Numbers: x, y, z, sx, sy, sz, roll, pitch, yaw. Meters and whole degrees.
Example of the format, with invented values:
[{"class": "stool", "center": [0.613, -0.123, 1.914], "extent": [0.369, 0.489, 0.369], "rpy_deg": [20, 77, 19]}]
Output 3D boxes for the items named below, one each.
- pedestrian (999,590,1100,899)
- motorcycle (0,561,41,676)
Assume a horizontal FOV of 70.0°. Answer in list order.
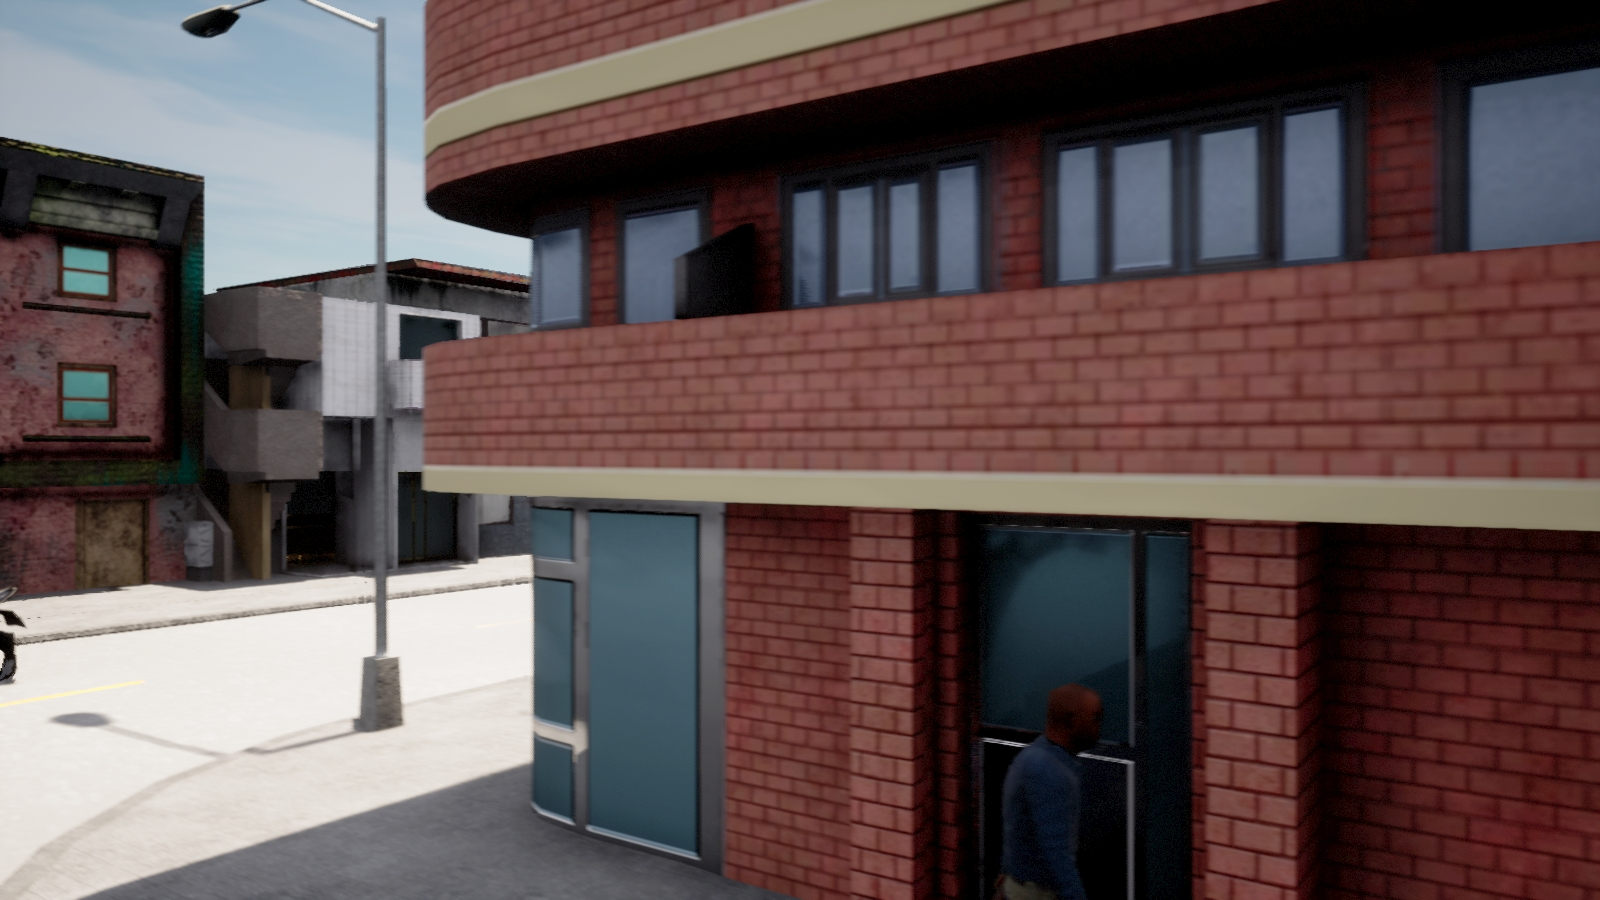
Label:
[{"class": "pedestrian", "center": [1.012, 1.524, 4.612], "extent": [0.375, 1.860, 0.375], "rpy_deg": [0, 0, 16]}, {"class": "motorcycle", "center": [-9.922, 1.987, 12.830], "extent": [0.867, 1.251, 2.209], "rpy_deg": [1, 0, 22]}]
